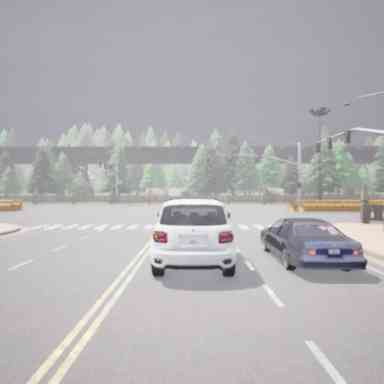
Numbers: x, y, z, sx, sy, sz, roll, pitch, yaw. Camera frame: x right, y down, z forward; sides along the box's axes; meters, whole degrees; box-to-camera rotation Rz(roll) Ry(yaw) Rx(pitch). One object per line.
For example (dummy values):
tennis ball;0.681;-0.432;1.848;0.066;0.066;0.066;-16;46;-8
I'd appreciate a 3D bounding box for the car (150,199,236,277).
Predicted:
car;0.056;1.210;10.313;2.150;2.045;5.566;0;0;1

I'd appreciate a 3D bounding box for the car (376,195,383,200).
car;26.623;1.444;42.009;4.902;1.511;2.128;0;0;0

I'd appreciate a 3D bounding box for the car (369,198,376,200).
car;28.024;1.297;48.995;4.553;1.767;2.097;0;0;0

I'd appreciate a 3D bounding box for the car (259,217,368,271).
car;3.565;1.535;10.807;2.033;1.411;5.357;0;0;0

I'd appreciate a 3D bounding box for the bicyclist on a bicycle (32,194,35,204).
bicyclist on a bicycle;-27.080;1.237;57.028;0.582;1.620;1.656;0;0;0

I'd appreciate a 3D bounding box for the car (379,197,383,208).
car;28.646;1.426;45.497;5.008;1.535;1.882;0;0;0
